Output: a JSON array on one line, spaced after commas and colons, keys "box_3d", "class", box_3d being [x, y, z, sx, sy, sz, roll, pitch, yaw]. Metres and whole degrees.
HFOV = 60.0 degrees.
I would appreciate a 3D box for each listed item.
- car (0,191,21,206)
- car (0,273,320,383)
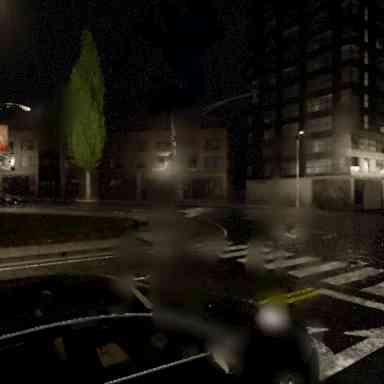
[{"box_3d": [-18.633, 0.522, 30.736, 5.357, 1.411, 2.033, 1, 0, 11], "class": "car"}, {"box_3d": [-0.908, 1.504, 2.792, 4.892, 1.490, 1.837, 0, 0, -36], "class": "car"}]
